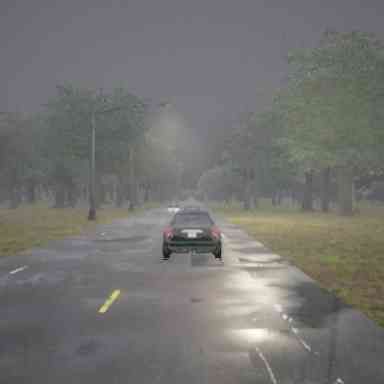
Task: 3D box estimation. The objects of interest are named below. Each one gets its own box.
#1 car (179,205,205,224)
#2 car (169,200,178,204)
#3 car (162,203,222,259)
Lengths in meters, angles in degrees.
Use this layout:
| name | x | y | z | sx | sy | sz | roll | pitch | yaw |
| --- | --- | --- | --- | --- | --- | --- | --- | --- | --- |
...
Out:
| name | x | y | z | sx | sy | sz | roll | pitch | yaw |
| --- | --- | --- | --- | --- | --- | --- | --- | --- | --- |
| car | 0.019 | 1.903 | 28.489 | 1.994 | 1.385 | 4.181 | 0 | -1 | 0 |
| car | -3.529 | 2.386 | 64.580 | 2.128 | 1.511 | 4.902 | 0 | -1 | 1 |
| car | 0.020 | 1.508 | 13.431 | 2.097 | 1.767 | 4.553 | 0 | -1 | 0 |
